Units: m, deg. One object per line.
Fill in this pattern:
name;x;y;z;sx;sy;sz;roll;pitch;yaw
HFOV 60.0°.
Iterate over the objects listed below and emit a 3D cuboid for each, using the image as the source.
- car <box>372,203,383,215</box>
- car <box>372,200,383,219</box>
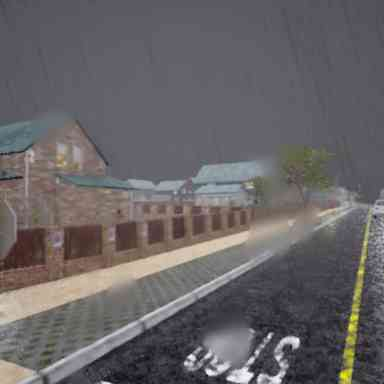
car;26.191;2.329;45.840;2.128;1.511;4.902;-2;-2;30
car;21.270;1.878;36.764;2.150;2.045;5.566;-2;-2;29
